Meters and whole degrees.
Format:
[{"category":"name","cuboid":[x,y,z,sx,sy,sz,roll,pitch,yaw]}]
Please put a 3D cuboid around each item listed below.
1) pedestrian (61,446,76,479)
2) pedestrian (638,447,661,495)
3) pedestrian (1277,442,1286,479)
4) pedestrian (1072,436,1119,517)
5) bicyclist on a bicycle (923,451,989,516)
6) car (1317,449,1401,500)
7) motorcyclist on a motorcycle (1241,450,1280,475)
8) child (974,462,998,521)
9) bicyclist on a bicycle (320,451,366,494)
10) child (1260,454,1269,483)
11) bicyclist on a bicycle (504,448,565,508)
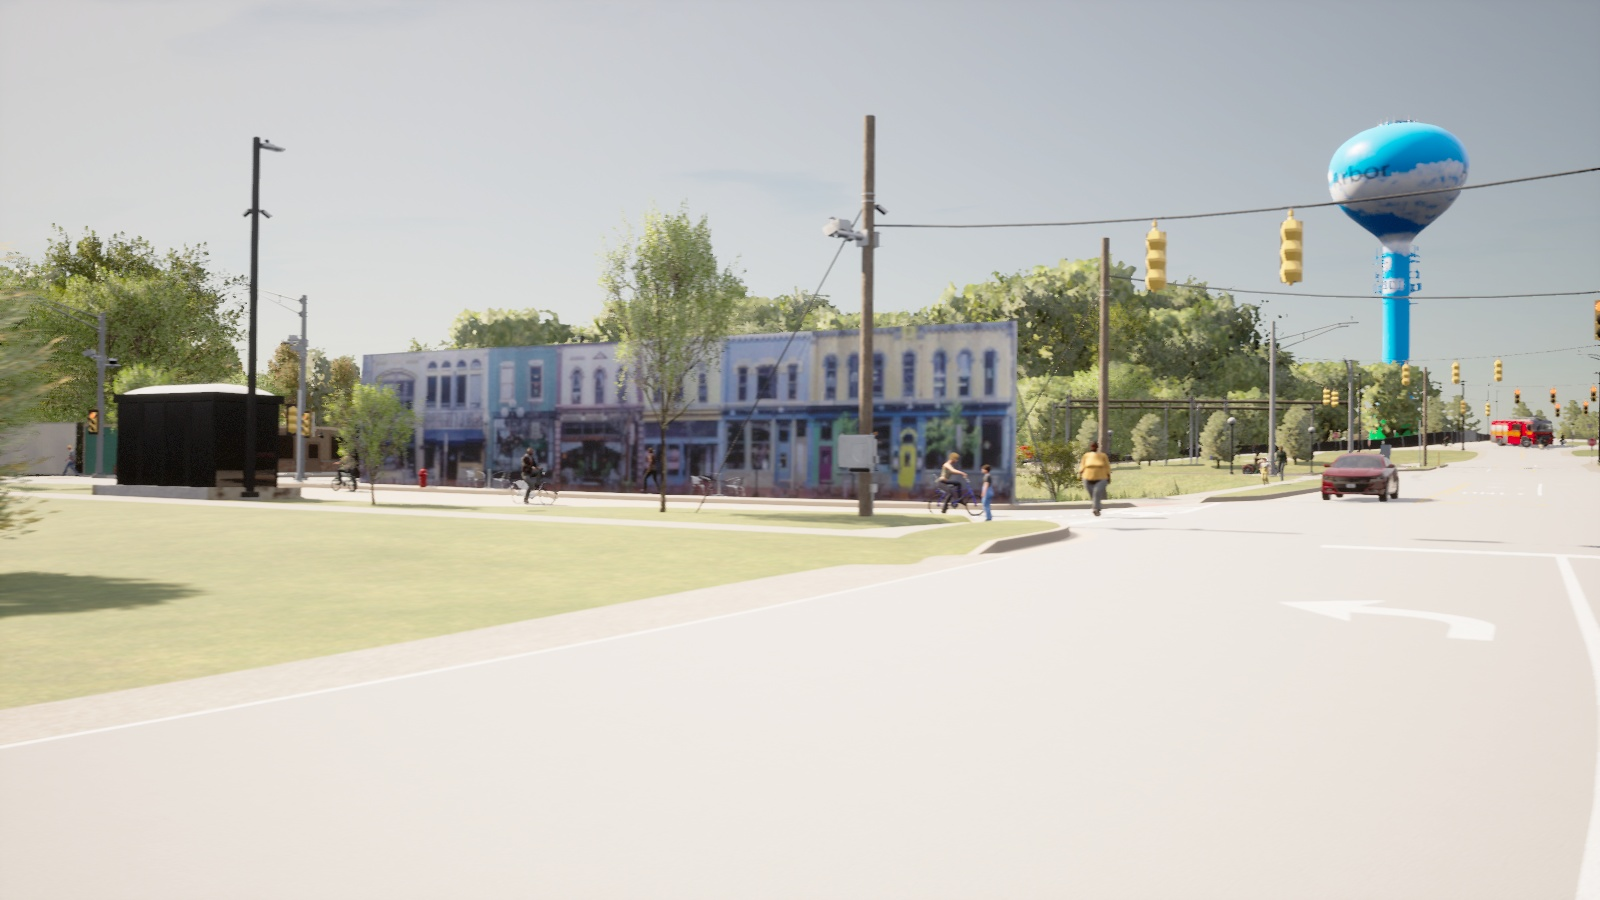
[{"category":"pedestrian","cuboid":[-40.964,0.728,70.351,0.706,1.836,0.354,1,-1,-32]},{"category":"pedestrian","cuboid":[-5.739,0.790,47.798,0.869,1.805,0.328,0,-1,36]},{"category":"pedestrian","cuboid":[23.892,0.523,62.327,0.353,1.847,0.614,0,-1,29]},{"category":"pedestrian","cuboid":[6.917,0.625,29.383,0.874,1.855,0.900,0,-1,28]},{"category":"bicyclist on a bicycle","cuboid":[3.959,0.852,31.819,1.509,1.612,0.866,-1,-1,17]},{"category":"car","cuboid":[18.033,0.756,40.408,1.882,1.535,5.008,0,0,31]},{"category":"motorcyclist on a motorcycle","cuboid":[30.606,0.837,83.478,2.350,1.649,0.766,0,0,26]},{"category":"child","cuboid":[3.974,0.881,26.830,0.437,1.263,0.270,0,-1,25]},{"category":"bicyclist on a bicycle","cuboid":[-17.546,0.873,48.242,1.509,1.612,0.866,1,-1,31]},{"category":"child","cuboid":[19.842,0.788,53.636,0.270,1.263,0.437,0,-1,34]},{"category":"bicyclist on a bicycle","cuboid":[-8.116,0.841,38.330,1.843,1.776,0.659,0,-1,30]}]
